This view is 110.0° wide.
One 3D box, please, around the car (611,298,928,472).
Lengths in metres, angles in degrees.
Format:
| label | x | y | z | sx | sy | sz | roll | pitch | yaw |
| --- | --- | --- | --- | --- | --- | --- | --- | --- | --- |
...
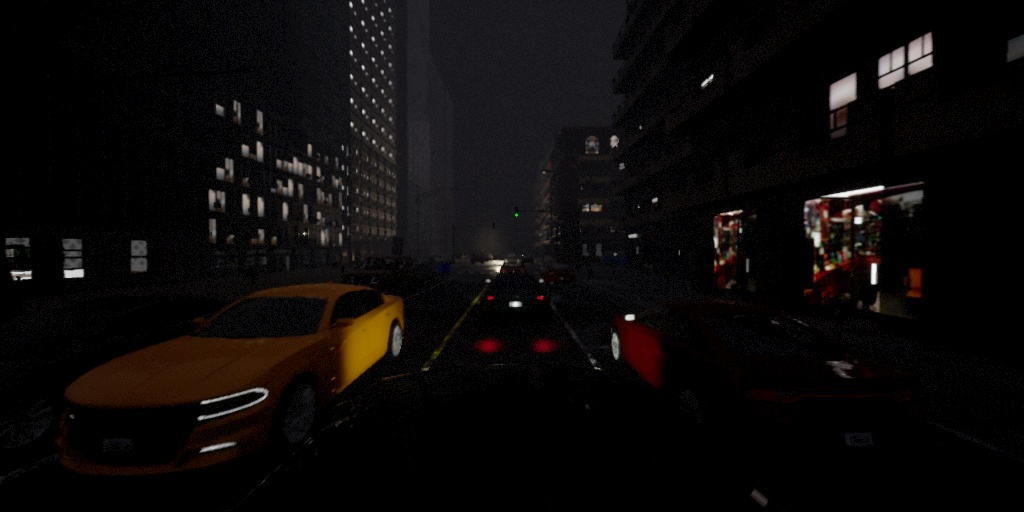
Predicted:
| label | x | y | z | sx | sy | sz | roll | pitch | yaw |
| --- | --- | --- | --- | --- | --- | --- | --- | --- | --- |
| car | 2.689 | 1.253 | 5.012 | 1.888 | 1.381 | 4.507 | 0 | 0 | 0 |

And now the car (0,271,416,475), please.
| label | x | y | z | sx | sy | sz | roll | pitch | yaw |
| --- | --- | --- | --- | --- | --- | --- | --- | --- | --- |
| car | -3.100 | 1.182 | 5.308 | 1.882 | 1.535 | 5.008 | 0 | 1 | 0 |

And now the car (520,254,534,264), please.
| label | x | y | z | sx | sy | sz | roll | pitch | yaw |
| --- | --- | --- | --- | --- | --- | --- | --- | --- | --- |
| car | 2.687 | 0.596 | 59.489 | 1.888 | 1.381 | 4.507 | 0 | 0 | 0 |

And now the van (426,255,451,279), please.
| label | x | y | z | sx | sy | sz | roll | pitch | yaw |
| --- | --- | --- | --- | --- | --- | --- | --- | --- | --- |
| van | -5.692 | 0.774 | 27.102 | 1.690 | 1.789 | 3.998 | 0 | 0 | 0 |

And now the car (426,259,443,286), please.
| label | x | y | z | sx | sy | sz | roll | pitch | yaw |
| --- | --- | --- | --- | --- | --- | --- | --- | --- | --- |
| car | -5.692 | 1.067 | 21.580 | 1.948 | 1.339 | 4.313 | 0 | 0 | 0 |

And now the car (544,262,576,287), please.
| label | x | y | z | sx | sy | sz | roll | pitch | yaw |
| --- | --- | --- | --- | --- | --- | --- | --- | --- | --- |
| car | 2.688 | 1.046 | 21.579 | 1.888 | 1.381 | 4.507 | 0 | 0 | 0 |

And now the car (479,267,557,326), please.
| label | x | y | z | sx | sy | sz | roll | pitch | yaw |
| --- | --- | --- | --- | --- | --- | --- | --- | --- | --- |
| car | 0.093 | 1.192 | 11.214 | 1.994 | 1.385 | 4.181 | 0 | 0 | 0 |

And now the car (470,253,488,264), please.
| label | x | y | z | sx | sy | sz | roll | pitch | yaw |
| --- | --- | --- | --- | --- | --- | --- | --- | --- | --- |
| car | -5.693 | 0.366 | 59.489 | 2.192 | 1.841 | 5.009 | 0 | 0 | 0 |

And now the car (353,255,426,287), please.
| label | x | y | z | sx | sy | sz | roll | pitch | yaw |
| --- | --- | --- | --- | --- | --- | --- | --- | --- | --- |
| car | -5.692 | 0.884 | 16.057 | 2.192 | 1.841 | 5.009 | 0 | 0 | 0 |

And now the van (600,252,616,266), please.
| label | x | y | z | sx | sy | sz | roll | pitch | yaw |
| --- | --- | --- | --- | --- | --- | --- | --- | --- | --- |
| van | 13.719 | 0.305 | 47.060 | 3.998 | 1.789 | 1.690 | 0 | 0 | 0 |

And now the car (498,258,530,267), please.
| label | x | y | z | sx | sy | sz | roll | pitch | yaw |
| --- | --- | --- | --- | --- | --- | --- | --- | --- | --- |
| car | 0.096 | 1.041 | 26.510 | 1.895 | 1.301 | 4.718 | 0 | 1 | 0 |

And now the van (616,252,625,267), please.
| label | x | y | z | sx | sy | sz | roll | pitch | yaw |
| --- | --- | --- | --- | --- | --- | --- | --- | --- | --- |
| van | 13.741 | 0.446 | 38.680 | 3.998 | 1.789 | 1.690 | 0 | 0 | 0 |
